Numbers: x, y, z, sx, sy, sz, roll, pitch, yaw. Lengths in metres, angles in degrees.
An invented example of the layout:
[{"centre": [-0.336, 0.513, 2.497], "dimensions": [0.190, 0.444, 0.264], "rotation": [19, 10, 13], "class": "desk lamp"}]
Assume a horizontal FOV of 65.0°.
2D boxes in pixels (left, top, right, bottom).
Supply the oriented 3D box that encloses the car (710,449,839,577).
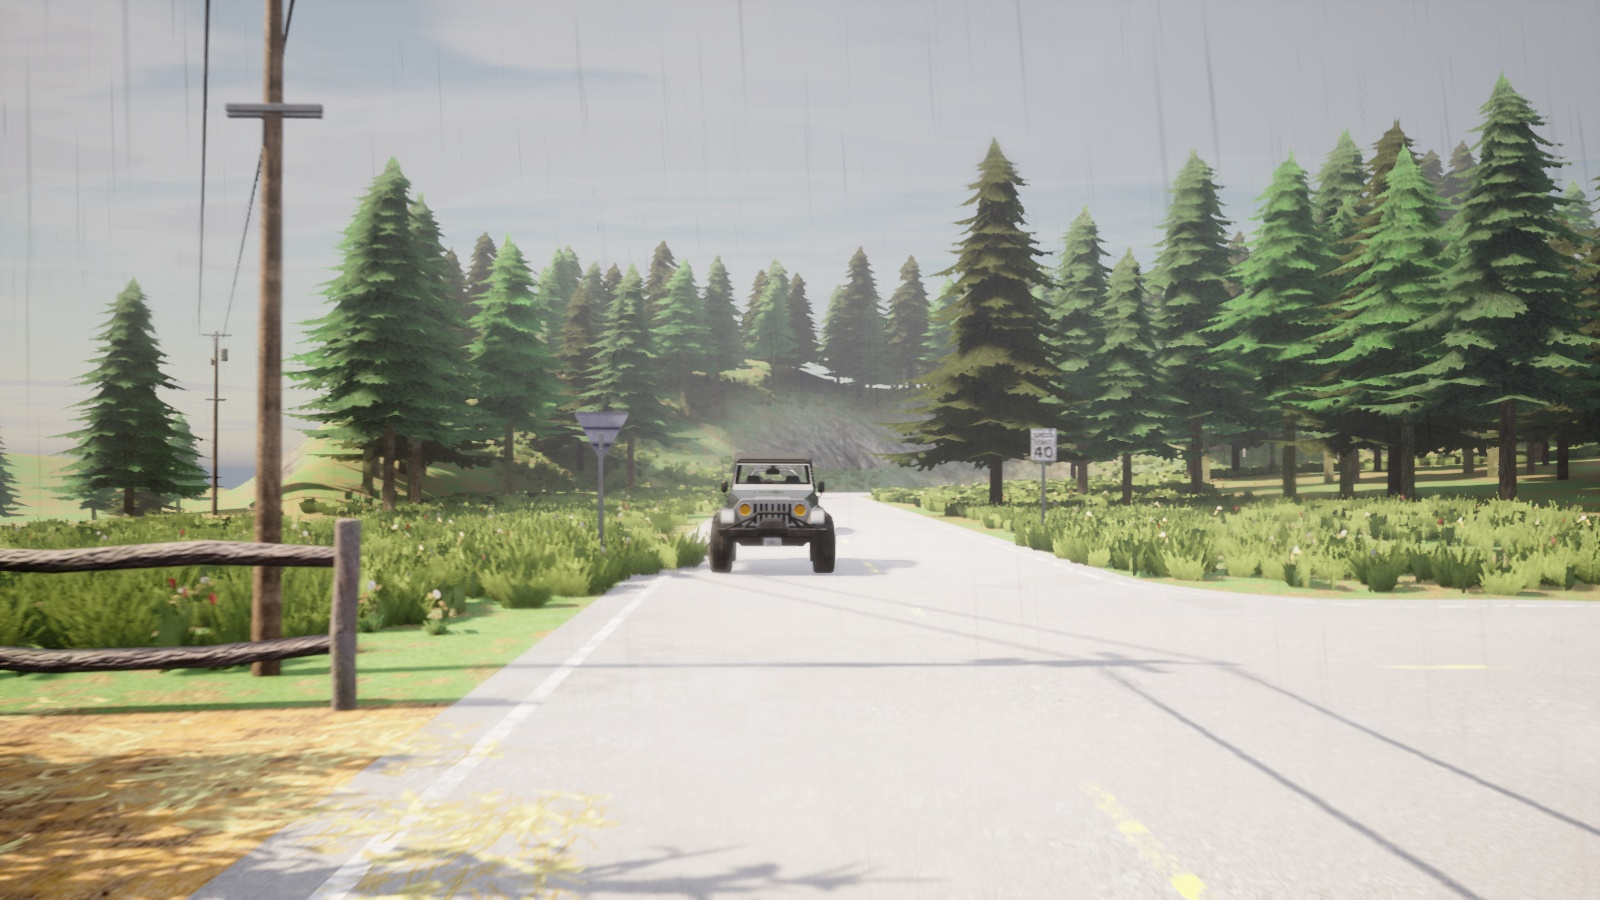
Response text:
[{"centre": [-0.415, 0.954, 20.465], "dimensions": [1.905, 1.878, 3.866], "rotation": [0, -1, -1], "class": "car"}]
